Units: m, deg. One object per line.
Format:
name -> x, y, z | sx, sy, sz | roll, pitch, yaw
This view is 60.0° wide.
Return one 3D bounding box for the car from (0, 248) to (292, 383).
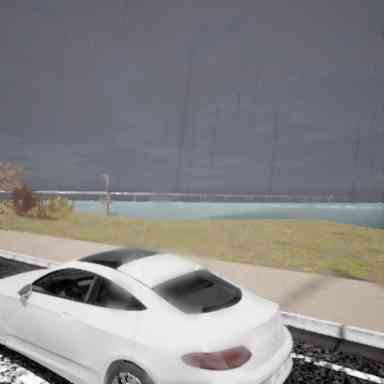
car -> -1.072, 1.513, 4.452 | 4.674, 1.442, 1.812 | 0, 0, 35
